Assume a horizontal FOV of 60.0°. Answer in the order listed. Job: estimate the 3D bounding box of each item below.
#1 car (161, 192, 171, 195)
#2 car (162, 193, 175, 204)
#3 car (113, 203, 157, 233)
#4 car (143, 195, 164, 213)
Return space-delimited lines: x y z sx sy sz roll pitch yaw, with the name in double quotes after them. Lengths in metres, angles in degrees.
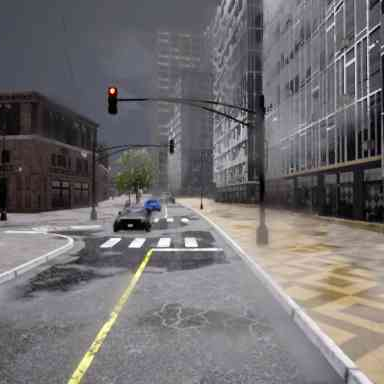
-5.755 1.033 74.638 2.150 2.045 5.566 0 0 -9 "car"
-4.287 1.488 64.299 1.837 1.490 4.892 0 0 -8 "car"
-3.311 1.561 19.441 1.994 1.385 4.181 0 0 -2 "car"
-4.360 1.468 37.231 1.882 1.535 5.008 0 0 -4 "car"
